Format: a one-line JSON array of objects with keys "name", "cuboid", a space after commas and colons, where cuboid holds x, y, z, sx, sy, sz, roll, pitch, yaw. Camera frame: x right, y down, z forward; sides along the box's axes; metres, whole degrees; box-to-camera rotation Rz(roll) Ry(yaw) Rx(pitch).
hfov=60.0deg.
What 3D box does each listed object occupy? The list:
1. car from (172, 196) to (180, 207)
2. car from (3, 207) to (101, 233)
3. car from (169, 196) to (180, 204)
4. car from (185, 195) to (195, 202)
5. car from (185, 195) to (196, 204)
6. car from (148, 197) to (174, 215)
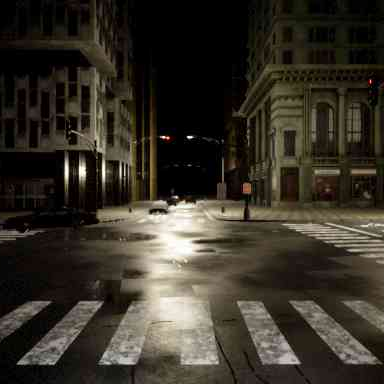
[{"name": "car", "cuboid": [-3.298, 1.521, 49.225, 1.994, 1.385, 4.181, 0, 0, 0]}, {"name": "car", "cuboid": [-8.341, 1.609, 20.227, 5.357, 1.411, 2.033, -1, 1, -13]}, {"name": "car", "cuboid": [-3.394, 1.469, 65.617, 2.033, 1.411, 5.357, 0, 0, 0]}, {"name": "car", "cuboid": [-0.427, 1.454, 73.760, 1.994, 1.385, 4.181, 0, 0, 0]}, {"name": "car", "cuboid": [-0.242, 1.456, 61.759, 1.812, 1.442, 4.674, 0, 0, -1]}, {"name": "car", "cuboid": [-3.208, 1.528, 33.699, 2.033, 1.411, 5.357, 0, 0, 0]}]
